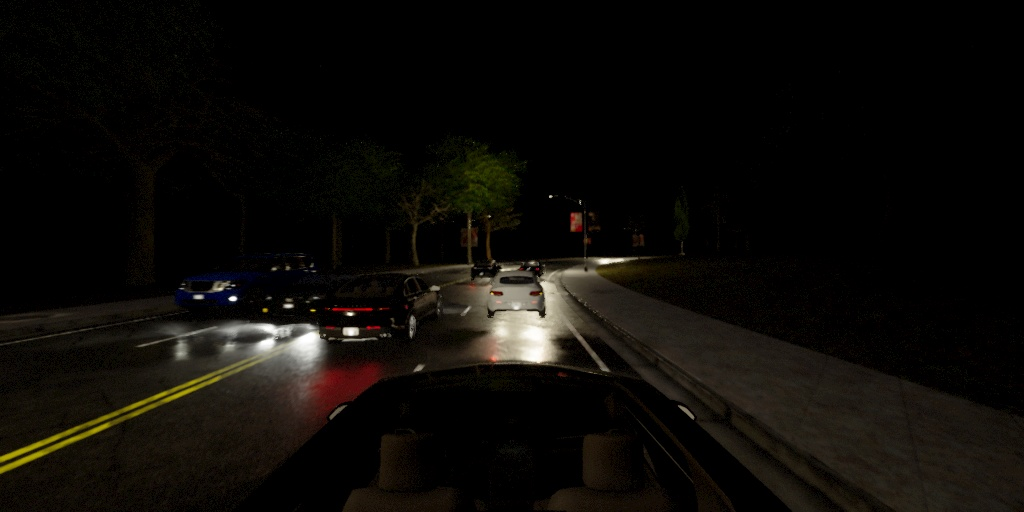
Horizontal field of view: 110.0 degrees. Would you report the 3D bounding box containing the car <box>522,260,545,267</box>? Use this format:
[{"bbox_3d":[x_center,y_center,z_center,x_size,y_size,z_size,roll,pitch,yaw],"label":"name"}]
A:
[{"bbox_3d":[1.789,1.078,31.206,2.033,1.411,5.357,0,0,9],"label":"car"}]

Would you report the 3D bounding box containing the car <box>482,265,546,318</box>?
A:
[{"bbox_3d":[0.178,1.208,12.620,1.812,1.442,4.674,0,1,1],"label":"car"}]

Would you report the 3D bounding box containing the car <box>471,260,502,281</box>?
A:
[{"bbox_3d":[-1.901,1.066,28.021,2.128,1.511,4.902,0,0,7],"label":"car"}]

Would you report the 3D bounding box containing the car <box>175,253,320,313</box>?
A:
[{"bbox_3d":[-9.717,0.914,13.968,2.150,2.045,5.566,0,0,2],"label":"car"}]

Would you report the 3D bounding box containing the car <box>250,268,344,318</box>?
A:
[{"bbox_3d":[-6.476,1.259,12.468,1.994,1.385,4.181,0,0,2],"label":"car"}]

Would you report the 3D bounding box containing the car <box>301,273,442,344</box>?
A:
[{"bbox_3d":[-3.132,1.214,9.441,1.837,1.490,4.892,0,0,1],"label":"car"}]
